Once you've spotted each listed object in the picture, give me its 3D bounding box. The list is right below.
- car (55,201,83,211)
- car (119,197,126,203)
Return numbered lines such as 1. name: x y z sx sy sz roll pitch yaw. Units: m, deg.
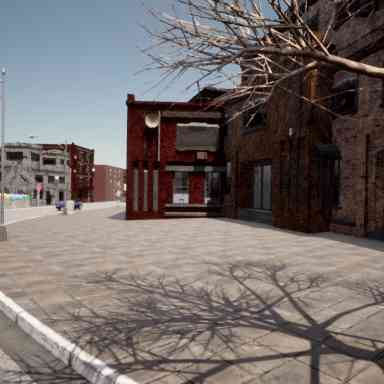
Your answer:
1. car: -16.265 1.793 44.333 1.895 1.301 4.718 1 0 3
2. car: -17.415 1.963 85.860 2.128 1.511 4.902 1 0 3
